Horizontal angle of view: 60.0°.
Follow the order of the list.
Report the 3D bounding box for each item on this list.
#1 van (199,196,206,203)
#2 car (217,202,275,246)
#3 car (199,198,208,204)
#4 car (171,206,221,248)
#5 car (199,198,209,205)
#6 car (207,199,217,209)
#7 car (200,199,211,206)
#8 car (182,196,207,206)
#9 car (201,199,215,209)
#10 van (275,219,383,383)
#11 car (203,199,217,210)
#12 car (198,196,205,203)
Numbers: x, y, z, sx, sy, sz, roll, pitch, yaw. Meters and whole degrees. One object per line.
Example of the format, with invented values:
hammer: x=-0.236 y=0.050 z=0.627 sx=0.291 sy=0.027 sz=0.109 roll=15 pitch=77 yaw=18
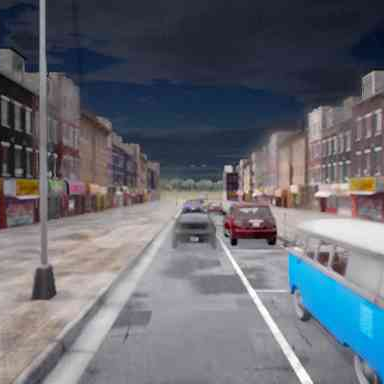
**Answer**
van: x=2.629 y=1.954 z=87.842 sx=1.690 sy=1.788 sz=3.998 roll=-1 pitch=0 yaw=0
car: x=2.618 y=1.425 z=15.921 sx=2.192 sy=1.841 sz=5.009 roll=-1 pitch=0 yaw=0
car: x=2.633 y=2.115 z=76.775 sx=1.802 sy=1.307 sz=4.206 roll=-1 pitch=0 yaw=0
car: x=0.102 y=1.611 z=15.374 sx=1.837 sy=1.490 sz=4.892 roll=0 pitch=0 yaw=0
car: x=2.632 y=2.060 z=71.243 sx=1.947 sy=1.339 sz=4.313 roll=-1 pitch=0 yaw=0
car: x=2.628 y=1.843 z=38.049 sx=1.802 sy=1.307 sz=4.206 roll=-1 pitch=0 yaw=0
car: x=2.631 y=2.021 z=65.711 sx=1.947 sy=1.339 sz=4.313 roll=-1 pitch=0 yaw=0
car: x=0.105 y=1.577 z=32.770 sx=2.097 sy=1.767 sz=4.553 roll=0 pitch=0 yaw=0
car: x=2.629 y=1.928 z=54.646 sx=2.008 sy=1.369 sz=4.403 roll=-1 pitch=0 yaw=0
van: x=2.617 y=1.376 z=4.857 sx=1.690 sy=1.788 sz=3.998 roll=-1 pitch=0 yaw=0
car: x=2.628 y=1.864 z=49.284 sx=1.752 sy=1.417 sz=4.829 roll=-1 pitch=0 yaw=0
car: x=2.632 y=2.092 z=93.374 sx=1.967 sy=1.590 sz=4.097 roll=-1 pitch=0 yaw=0
